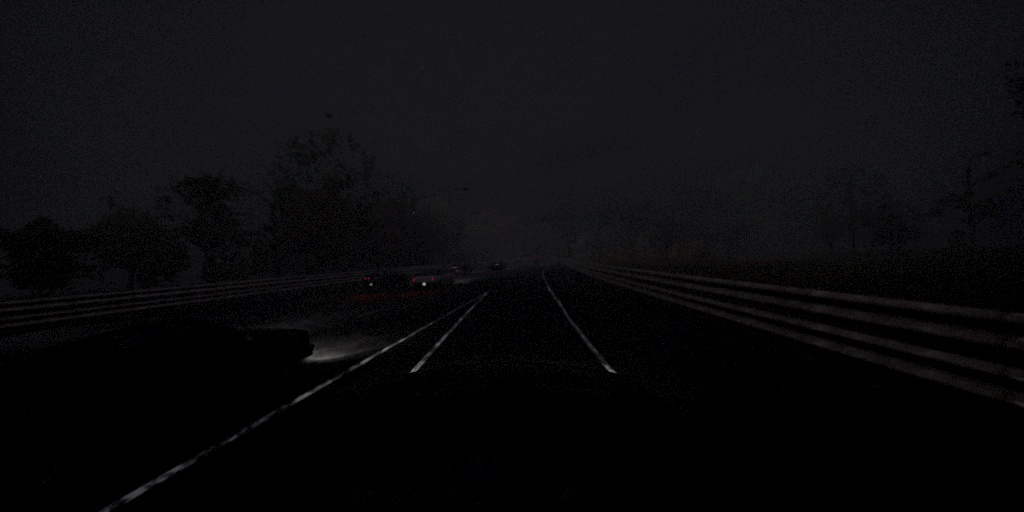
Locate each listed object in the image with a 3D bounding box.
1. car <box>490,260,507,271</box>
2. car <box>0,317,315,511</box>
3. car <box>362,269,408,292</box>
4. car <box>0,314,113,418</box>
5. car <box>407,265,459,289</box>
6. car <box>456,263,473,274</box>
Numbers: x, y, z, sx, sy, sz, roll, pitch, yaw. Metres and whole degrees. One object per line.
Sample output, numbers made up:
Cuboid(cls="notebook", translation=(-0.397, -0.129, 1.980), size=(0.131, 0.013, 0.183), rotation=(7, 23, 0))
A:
Cuboid(cls="car", translation=(-1.961, 1.387, 52.720), size=(2.128, 1.511, 4.902), rotation=(-3, 0, 10))
Cuboid(cls="car", translation=(-5.038, 1.530, 4.588), size=(2.033, 1.411, 5.357), rotation=(-3, 0, 6))
Cuboid(cls="car", translation=(-9.380, 1.743, 27.049), size=(2.128, 1.511, 4.902), rotation=(-3, 0, 8))
Cuboid(cls="car", translation=(-8.589, 1.775, 4.365), size=(1.895, 1.301, 4.718), rotation=(-3, 0, 6))
Cuboid(cls="car", translation=(-5.849, 1.662, 27.197), size=(1.895, 1.301, 4.718), rotation=(-3, 0, 8))
Cuboid(cls="car", translation=(-6.476, 1.621, 46.791), size=(2.128, 1.511, 4.902), rotation=(-3, 0, 9))
